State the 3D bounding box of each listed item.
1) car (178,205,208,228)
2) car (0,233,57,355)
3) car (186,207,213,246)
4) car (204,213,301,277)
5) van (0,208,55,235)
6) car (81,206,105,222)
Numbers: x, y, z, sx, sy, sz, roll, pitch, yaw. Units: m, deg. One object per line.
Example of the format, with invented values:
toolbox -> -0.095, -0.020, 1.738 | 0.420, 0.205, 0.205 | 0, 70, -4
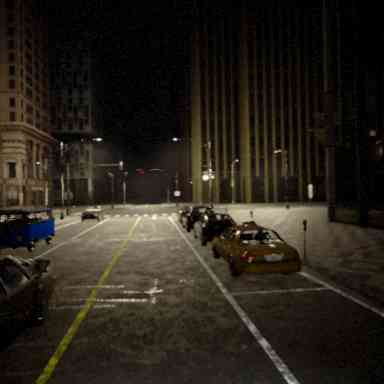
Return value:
car -> 0.410, 1.599, 21.358 | 1.967, 1.590, 4.097 | -1, 0, -7
car -> -3.412, 1.657, 4.507 | 2.033, 1.411, 5.357 | -1, 0, -7
car -> 1.069, 1.653, 15.754 | 2.008, 1.369, 4.403 | -1, 0, -7
car -> 1.704, 1.572, 10.321 | 1.752, 1.417, 4.829 | -1, 0, -7
van -> -7.401, 1.615, 14.761 | 1.690, 1.788, 3.998 | -1, 0, -7
car -> -9.364, 1.994, 31.567 | 2.008, 1.369, 4.403 | -1, 0, -7
